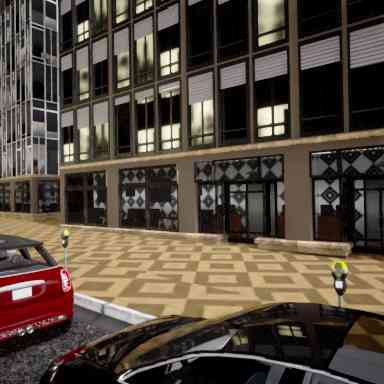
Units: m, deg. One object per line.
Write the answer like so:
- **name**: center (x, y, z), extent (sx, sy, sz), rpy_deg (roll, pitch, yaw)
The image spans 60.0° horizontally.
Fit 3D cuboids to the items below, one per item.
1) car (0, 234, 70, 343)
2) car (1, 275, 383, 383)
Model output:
- **car**: center (-3.911, 1.441, 5.819), extent (4.097, 1.590, 1.967), rpy_deg (0, -1, 37)
- **car**: center (0.663, 1.566, 2.439), extent (4.313, 1.339, 1.947), rpy_deg (0, -1, 36)
